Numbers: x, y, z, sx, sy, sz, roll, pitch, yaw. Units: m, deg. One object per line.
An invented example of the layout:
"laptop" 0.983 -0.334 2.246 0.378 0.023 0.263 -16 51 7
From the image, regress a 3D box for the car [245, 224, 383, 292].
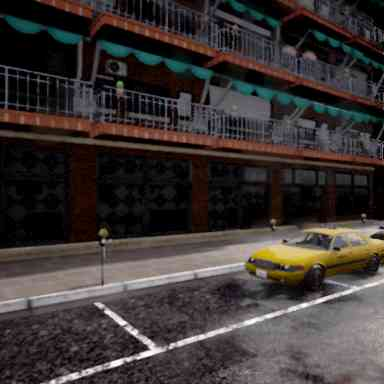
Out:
"car" 3.576 1.583 9.098 4.829 1.417 1.752 0 0 -35
